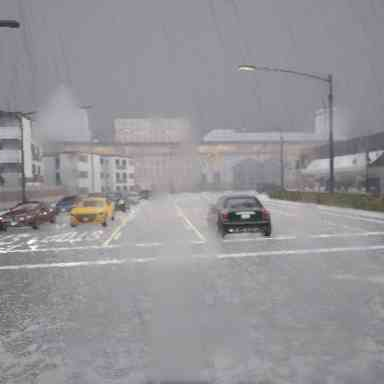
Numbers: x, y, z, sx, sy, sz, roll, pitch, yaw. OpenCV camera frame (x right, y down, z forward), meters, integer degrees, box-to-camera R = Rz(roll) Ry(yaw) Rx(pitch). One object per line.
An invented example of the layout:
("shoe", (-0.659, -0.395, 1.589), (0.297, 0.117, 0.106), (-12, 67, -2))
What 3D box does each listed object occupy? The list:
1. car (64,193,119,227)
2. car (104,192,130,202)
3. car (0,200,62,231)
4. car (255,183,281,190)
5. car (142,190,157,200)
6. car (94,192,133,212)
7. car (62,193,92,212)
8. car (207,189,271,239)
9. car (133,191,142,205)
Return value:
("car", (-5.815, 1.101, 19.860), (1.882, 1.535, 5.008), (-2, 1, -6))
("car", (-10.546, 0.678, 47.371), (1.895, 1.301, 4.718), (-1, 1, 10))
("car", (-9.254, 1.261, 19.108), (1.812, 1.442, 4.674), (-2, 1, -6))
("car", (14.015, -0.687, 60.243), (5.566, 2.045, 2.150), (-2, 2, -28))
("car", (-6.654, 0.439, 48.887), (1.837, 1.490, 4.892), (-1, 1, 13))
("car", (-6.672, 0.779, 28.797), (2.097, 1.767, 4.553), (-2, 1, -5))
("car", (-10.163, 1.064, 28.162), (1.812, 1.442, 4.674), (-2, 1, -4))
("car", (1.896, 0.892, 14.677), (2.097, 1.767, 4.553), (-2, 1, -3))
("car", (-7.382, 0.804, 38.716), (1.895, 1.301, 4.718), (-2, 1, -2))
